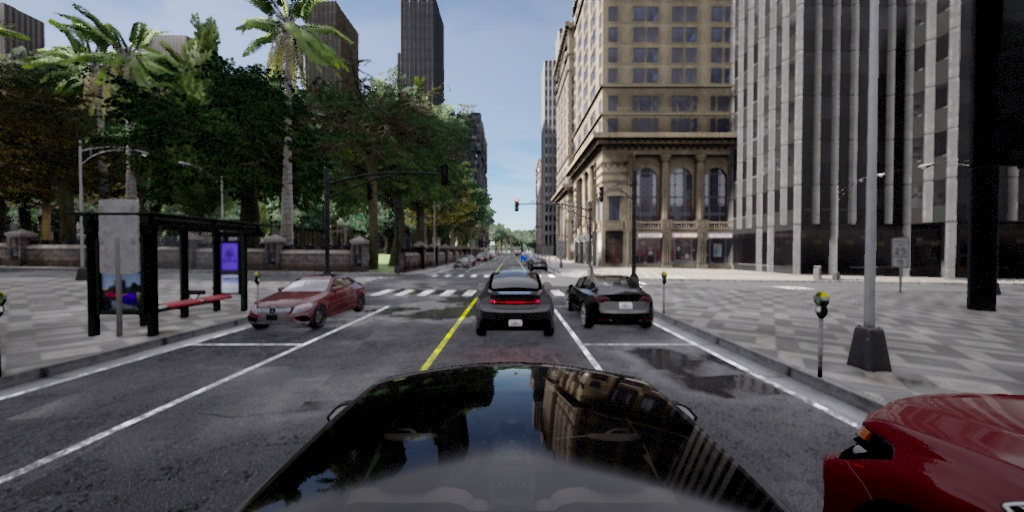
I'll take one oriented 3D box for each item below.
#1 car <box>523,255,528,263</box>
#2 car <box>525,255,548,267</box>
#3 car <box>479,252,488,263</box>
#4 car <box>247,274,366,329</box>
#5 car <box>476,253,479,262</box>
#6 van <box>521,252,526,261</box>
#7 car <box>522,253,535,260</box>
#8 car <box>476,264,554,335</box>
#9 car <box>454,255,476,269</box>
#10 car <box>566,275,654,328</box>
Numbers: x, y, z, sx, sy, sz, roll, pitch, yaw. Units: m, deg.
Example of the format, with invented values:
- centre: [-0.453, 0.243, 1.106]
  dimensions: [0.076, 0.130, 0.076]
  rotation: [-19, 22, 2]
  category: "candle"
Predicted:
- centre: [2.668, 0.796, 42.583]
  dimensions: [1.948, 1.339, 4.313]
  rotation: [0, 0, 0]
  category: "car"
- centre: [2.681, 0.866, 37.164]
  dimensions: [1.948, 1.339, 4.313]
  rotation: [0, 0, 0]
  category: "car"
- centre: [-5.907, 0.383, 64.263]
  dimensions: [1.967, 1.591, 4.097]
  rotation: [0, 0, 0]
  category: "car"
- centre: [-5.784, 1.219, 10.727]
  dimensions: [1.802, 1.307, 4.207]
  rotation: [0, 0, 0]
  category: "car"
- centre: [-5.870, 0.599, 48.003]
  dimensions: [1.967, 1.591, 4.097]
  rotation: [0, 0, 0]
  category: "car"
- centre: [2.643, 0.429, 53.424]
  dimensions: [1.690, 1.789, 3.998]
  rotation: [0, 0, 0]
  category: "van"
- centre: [2.655, 0.685, 48.174]
  dimensions: [1.751, 1.417, 4.829]
  rotation: [0, 0, 0]
  category: "car"
- centre: [0.071, 1.151, 10.038]
  dimensions: [1.837, 1.490, 4.892]
  rotation: [0, 1, 0]
  category: "car"
- centre: [-5.857, 0.780, 42.584]
  dimensions: [2.007, 1.370, 4.403]
  rotation: [0, 0, 0]
  category: "car"
- centre: [2.742, 1.203, 10.729]
  dimensions: [1.948, 1.339, 4.313]
  rotation: [0, 0, 0]
  category: "car"
